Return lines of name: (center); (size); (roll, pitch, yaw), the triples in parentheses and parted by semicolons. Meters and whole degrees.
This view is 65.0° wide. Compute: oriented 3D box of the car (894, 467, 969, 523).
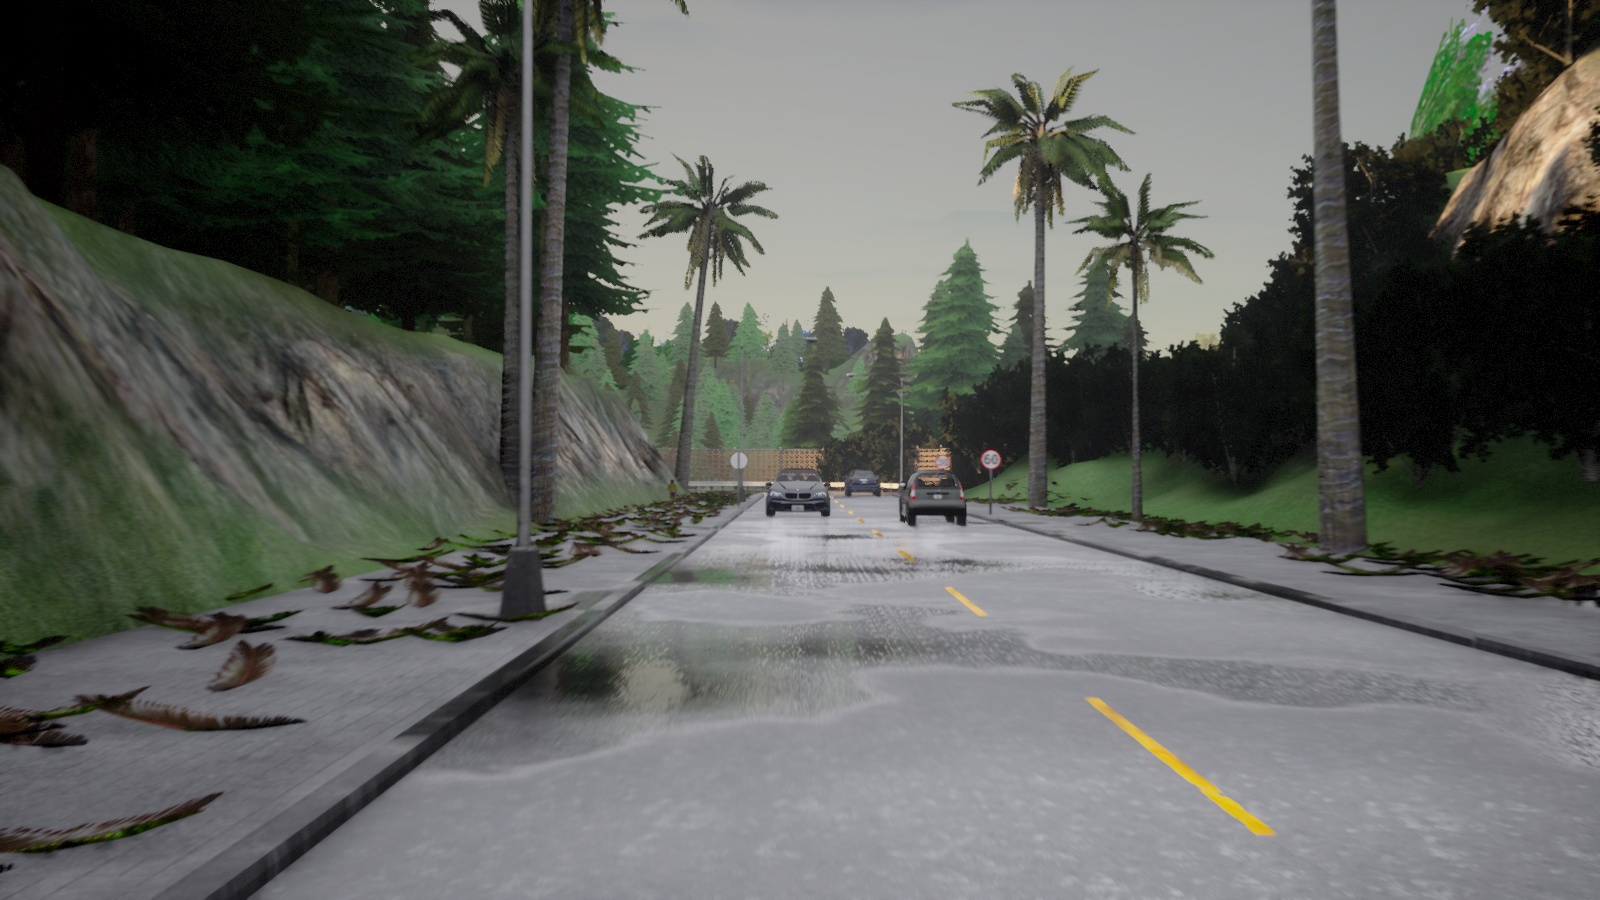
car: (3.954, 1.335, 38.216); (1.851, 1.617, 3.988); (0, -1, 0)

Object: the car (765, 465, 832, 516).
car: (-0.053, 1.400, 44.281); (2.242, 1.667, 4.611); (0, -1, 0)

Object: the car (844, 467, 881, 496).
car: (3.898, 1.976, 78.968); (2.097, 1.767, 4.553); (0, -1, 0)
